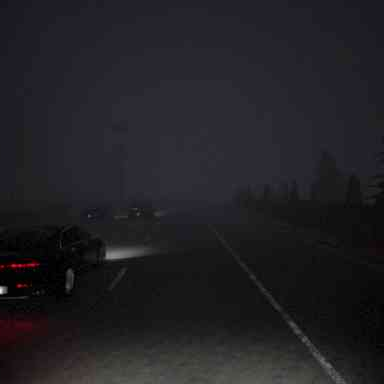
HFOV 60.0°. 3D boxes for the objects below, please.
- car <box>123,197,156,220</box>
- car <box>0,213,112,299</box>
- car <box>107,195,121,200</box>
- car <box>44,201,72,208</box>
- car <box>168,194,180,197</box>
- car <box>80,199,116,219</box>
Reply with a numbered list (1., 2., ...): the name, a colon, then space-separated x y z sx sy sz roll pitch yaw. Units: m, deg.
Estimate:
1. car: -4.141 1.487 28.004 2.128 1.511 4.902 -1 0 -1
2. car: -3.589 1.543 8.504 1.837 1.490 4.892 -1 0 -2
3. car: -15.556 1.459 66.556 2.097 1.767 4.553 -1 0 18
4. car: -14.585 1.678 36.585 1.812 1.442 4.674 -1 0 4
5. car: -4.052 1.231 75.611 2.033 1.411 5.357 -1 0 26
6. car: -7.634 1.584 26.897 1.812 1.442 4.674 -1 0 -1
